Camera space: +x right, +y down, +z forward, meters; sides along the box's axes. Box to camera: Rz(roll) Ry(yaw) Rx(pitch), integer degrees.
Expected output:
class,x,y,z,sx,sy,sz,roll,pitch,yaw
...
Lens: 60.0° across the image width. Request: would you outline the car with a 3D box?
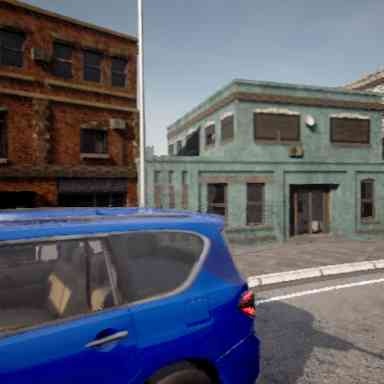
class,x,y,z,sx,sy,sz,roll,pitch,yaw
car,-1.971,1.190,2.445,5.566,2.045,2.150,0,0,-34
